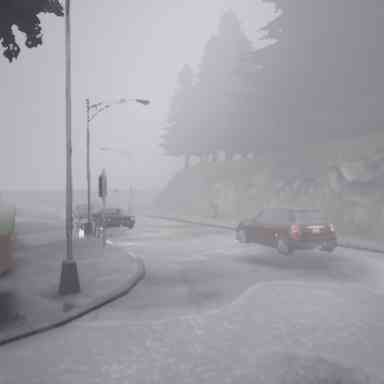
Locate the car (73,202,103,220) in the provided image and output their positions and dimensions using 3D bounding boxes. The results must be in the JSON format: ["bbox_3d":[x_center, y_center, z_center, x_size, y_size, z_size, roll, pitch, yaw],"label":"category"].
[{"bbox_3d":[-10.066,1.908,31.672,1.895,1.301,4.718,0,0,-28],"label":"car"}]

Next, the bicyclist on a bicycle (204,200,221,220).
[{"bbox_3d":[1.697,1.504,27.290,1.656,1.620,0.582,-1,0,-28],"label":"bicyclist on a bicycle"}]

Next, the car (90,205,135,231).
[{"bbox_3d":[-5.434,1.804,22.812,1.895,1.301,4.718,0,0,-28],"label":"car"}]

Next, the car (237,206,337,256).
[{"bbox_3d":[3.644,1.402,13.723,2.097,1.767,4.553,-1,0,-20],"label":"car"}]
